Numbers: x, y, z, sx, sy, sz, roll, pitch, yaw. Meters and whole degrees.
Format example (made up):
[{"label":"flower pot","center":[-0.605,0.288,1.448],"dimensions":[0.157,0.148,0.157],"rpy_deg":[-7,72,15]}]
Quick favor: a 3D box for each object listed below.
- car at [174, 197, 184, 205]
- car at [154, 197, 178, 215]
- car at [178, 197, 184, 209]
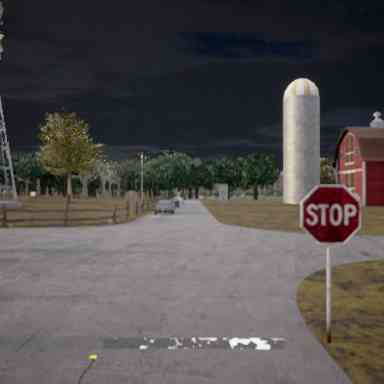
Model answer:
[{"label":"car","center":[-2.528,1.753,65.721],"dimensions":[1.812,1.442,4.674],"rpy_deg":[0,0,0]},{"label":"car","center":[-2.732,1.525,34.102],"dimensions":[1.837,1.490,4.892],"rpy_deg":[0,0,0]},{"label":"car","center":[-2.678,1.618,47.952],"dimensions":[2.033,1.411,5.357],"rpy_deg":[0,0,0]}]
